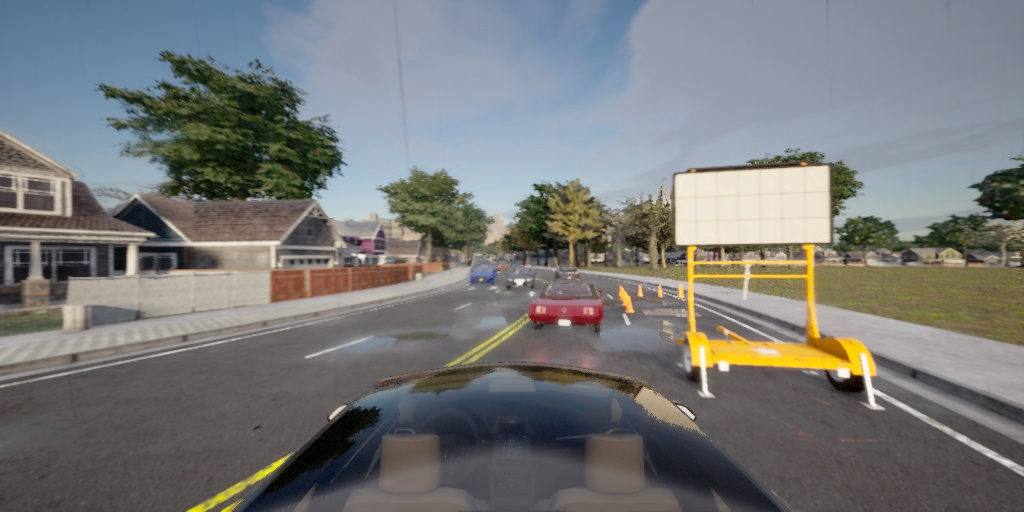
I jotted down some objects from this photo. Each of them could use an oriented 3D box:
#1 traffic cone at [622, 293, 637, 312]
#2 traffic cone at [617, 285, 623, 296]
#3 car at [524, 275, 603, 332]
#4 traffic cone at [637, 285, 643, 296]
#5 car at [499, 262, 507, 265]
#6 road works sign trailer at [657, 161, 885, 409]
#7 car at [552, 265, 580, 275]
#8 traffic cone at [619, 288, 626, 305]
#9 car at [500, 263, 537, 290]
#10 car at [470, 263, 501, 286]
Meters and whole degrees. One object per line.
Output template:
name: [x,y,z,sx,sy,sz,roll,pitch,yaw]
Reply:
traffic cone: [4.397,1.785,13.412,0.340,0.580,0.340,0,0,14]
traffic cone: [5.346,1.816,17.297,0.340,0.580,0.340,0,0,14]
car: [1.883,1.430,11.266,1.895,1.301,4.718,-1,-1,14]
traffic cone: [6.792,1.820,19.003,0.340,0.580,0.340,0,0,14]
car: [-1.605,1.853,64.967,2.097,1.767,4.553,-1,-1,-5]
road works sign trailer: [4.094,0.225,6.289,2.380,3.560,2.880,0,0,13]
car: [4.401,1.493,29.188,2.128,1.511,4.902,-1,-1,3]
traffic cone: [4.872,1.800,15.355,0.340,0.580,0.340,0,0,14]
car: [0.672,1.482,24.723,2.128,1.511,4.902,-1,-1,5]
car: [-2.248,1.558,29.571,1.882,1.535,5.008,-1,-1,1]
